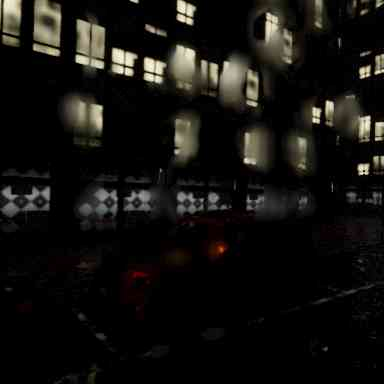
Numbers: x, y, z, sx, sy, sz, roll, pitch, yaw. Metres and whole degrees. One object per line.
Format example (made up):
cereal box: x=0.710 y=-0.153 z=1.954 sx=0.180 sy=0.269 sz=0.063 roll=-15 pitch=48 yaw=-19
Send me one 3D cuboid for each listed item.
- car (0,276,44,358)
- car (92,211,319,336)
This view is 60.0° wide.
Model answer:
car: x=-3.959 y=1.570 z=3.721 sx=4.206 sy=1.307 sz=1.802 roll=1 pitch=1 yaw=-35
car: x=0.586 y=1.362 z=6.954 sx=5.009 sy=1.841 sz=2.192 roll=1 pitch=1 yaw=-35
